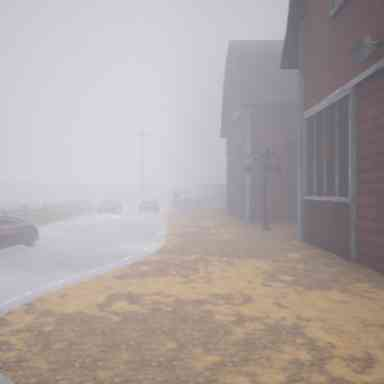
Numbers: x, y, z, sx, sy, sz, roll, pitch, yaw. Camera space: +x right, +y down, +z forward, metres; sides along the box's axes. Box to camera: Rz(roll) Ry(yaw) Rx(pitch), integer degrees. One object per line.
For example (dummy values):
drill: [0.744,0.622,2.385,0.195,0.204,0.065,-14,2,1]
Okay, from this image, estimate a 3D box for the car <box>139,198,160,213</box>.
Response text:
car: [-4.717,1.459,36.966,2.128,1.511,4.902,0,0,0]

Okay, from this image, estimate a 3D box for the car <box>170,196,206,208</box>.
car: [-0.786,1.508,47.325,2.033,1.411,5.357,0,0,39]

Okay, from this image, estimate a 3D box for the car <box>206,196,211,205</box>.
car: [1.849,1.456,56.593,1.837,1.490,4.892,0,0,-15]

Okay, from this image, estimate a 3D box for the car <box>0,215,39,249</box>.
car: [-7.845,1.566,12.653,1.994,1.385,4.181,0,0,13]

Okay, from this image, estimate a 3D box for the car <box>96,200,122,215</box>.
car: [-8.295,1.509,33.921,2.033,1.411,5.357,0,0,-4]
